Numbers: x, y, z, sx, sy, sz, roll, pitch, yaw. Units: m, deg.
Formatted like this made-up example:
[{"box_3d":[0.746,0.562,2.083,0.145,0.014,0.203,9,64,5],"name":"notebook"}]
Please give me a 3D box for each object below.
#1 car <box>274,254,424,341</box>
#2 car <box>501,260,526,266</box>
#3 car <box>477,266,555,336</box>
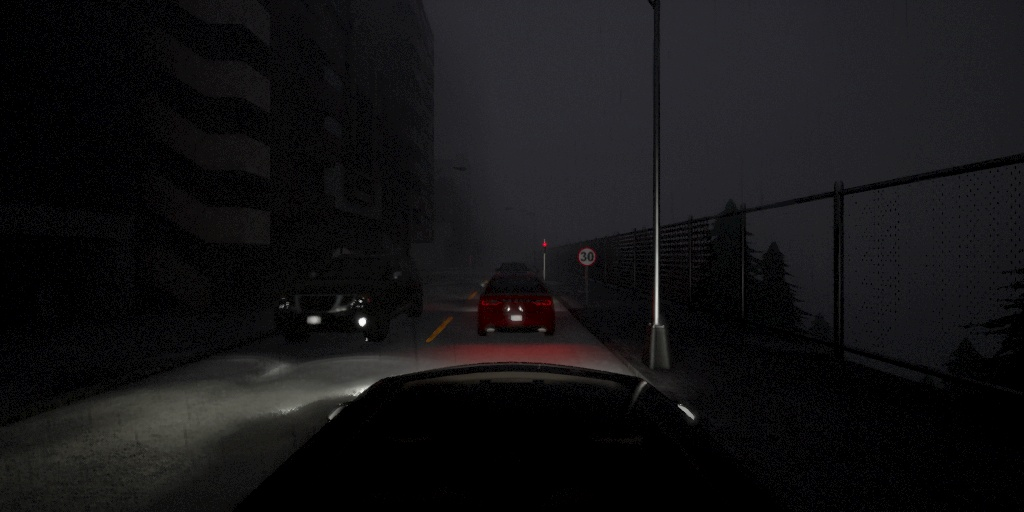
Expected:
[{"box_3d":[-4.105,0.971,10.195,2.150,2.045,5.566,0,0,0],"name":"car"},{"box_3d":[0.086,1.102,20.806,2.097,1.767,4.553,0,0,0],"name":"car"},{"box_3d":[0.092,1.228,10.436,1.882,1.535,5.008,0,0,0],"name":"car"}]
